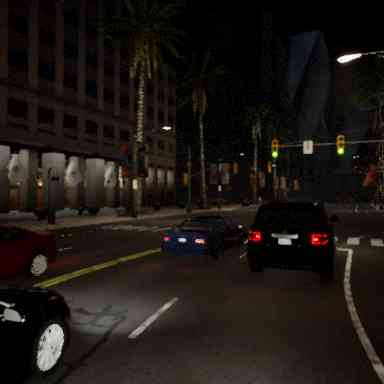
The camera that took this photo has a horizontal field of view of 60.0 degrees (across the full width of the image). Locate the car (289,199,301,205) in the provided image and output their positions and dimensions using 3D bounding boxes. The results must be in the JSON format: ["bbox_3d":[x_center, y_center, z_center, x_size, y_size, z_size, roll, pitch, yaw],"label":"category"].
[{"bbox_3d":[22.946,2.223,73.924,1.895,1.301,4.718,0,0,27],"label":"car"}]

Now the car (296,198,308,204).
[{"bbox_3d":[27.468,2.229,82.922,2.128,1.511,4.902,0,0,27],"label":"car"}]

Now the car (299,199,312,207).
[{"bbox_3d":[21.990,2.076,64.212,1.812,1.442,4.674,0,0,27],"label":"car"}]

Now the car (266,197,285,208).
[{"bbox_3d":[14.344,1.827,56.894,2.097,1.767,4.553,0,0,27],"label":"car"}]

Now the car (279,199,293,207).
[{"bbox_3d":[18.322,2.071,64.709,1.812,1.442,4.674,0,0,27],"label":"car"}]

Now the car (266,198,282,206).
[{"bbox_3d":[17.115,2.091,69.398,2.161,1.482,4.786,0,0,26],"label":"car"}]

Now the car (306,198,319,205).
[{"bbox_3d":[26.769,2.176,73.743,2.033,1.411,5.357,0,0,27],"label":"car"}]

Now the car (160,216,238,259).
[{"bbox_3d":[0.722,1.652,13.245,2.033,1.411,5.357,0,0,24],"label":"car"}]

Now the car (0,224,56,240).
[{"bbox_3d":[-5.440,1.526,7.854,1.882,1.535,5.008,0,-1,18],"label":"car"}]

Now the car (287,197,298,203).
[{"bbox_3d":[26.986,2.108,88.983,2.185,1.767,4.553,0,0,26],"label":"car"}]

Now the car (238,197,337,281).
[{"bbox_3d":[3.329,1.313,10.525,2.150,2.045,5.566,0,0,24],"label":"car"}]

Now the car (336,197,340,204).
[{"bbox_3d":[35.001,2.078,82.375,2.097,1.767,4.553,0,0,26],"label":"car"}]

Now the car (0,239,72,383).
[{"bbox_3d":[-2.852,1.521,2.780,1.837,1.490,4.892,0,0,9],"label":"car"}]

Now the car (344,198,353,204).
[{"bbox_3d":[38.087,2.313,80.721,1.895,1.301,4.718,0,0,26],"label":"car"}]

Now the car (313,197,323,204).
[{"bbox_3d":[31.889,2.068,83.979,2.097,1.767,4.553,0,0,26],"label":"car"}]

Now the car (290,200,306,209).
[{"bbox_3d":[18.094,2.046,56.552,1.994,1.385,4.181,0,0,27],"label":"car"}]
